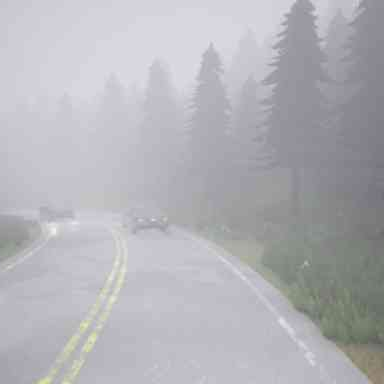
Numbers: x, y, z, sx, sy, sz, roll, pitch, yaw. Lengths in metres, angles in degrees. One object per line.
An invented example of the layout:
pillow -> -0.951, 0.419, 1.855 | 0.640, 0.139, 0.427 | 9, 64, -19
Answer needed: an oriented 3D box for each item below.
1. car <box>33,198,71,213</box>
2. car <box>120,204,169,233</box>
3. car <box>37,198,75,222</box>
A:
car -> -15.962, 1.490, 37.837 | 4.902, 1.511, 2.128 | -1, 3, 45
car -> -2.774, 1.410, 18.718 | 2.033, 1.411, 5.357 | -2, 1, -20
car -> -11.166, 1.502, 27.384 | 1.882, 1.535, 5.008 | -3, 1, -36
